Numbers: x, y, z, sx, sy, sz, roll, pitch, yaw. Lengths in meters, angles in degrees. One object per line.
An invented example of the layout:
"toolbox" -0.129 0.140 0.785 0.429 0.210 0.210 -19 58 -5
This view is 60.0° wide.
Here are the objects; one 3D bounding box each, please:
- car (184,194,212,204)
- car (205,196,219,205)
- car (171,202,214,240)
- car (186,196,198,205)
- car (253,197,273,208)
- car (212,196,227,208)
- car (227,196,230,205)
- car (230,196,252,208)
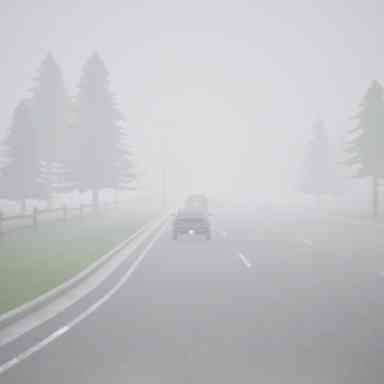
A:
"car" 0.405 1.226 31.943 2.150 2.045 5.566 0 0 0
"car" 3.483 1.498 58.108 2.128 1.511 4.902 0 0 0
"car" -0.020 1.506 17.067 1.837 1.490 4.892 0 0 0
"car" -0.017 1.498 58.107 2.128 1.511 4.902 0 0 0
"car" 10.486 1.531 48.107 1.812 1.442 4.674 0 0 0
"car" 3.486 1.569 48.105 1.994 1.385 4.181 0 0 0
"car" 6.983 1.484 58.109 1.882 1.535 5.008 0 0 0
"car" 6.986 1.531 48.106 1.812 1.442 4.674 0 0 0
